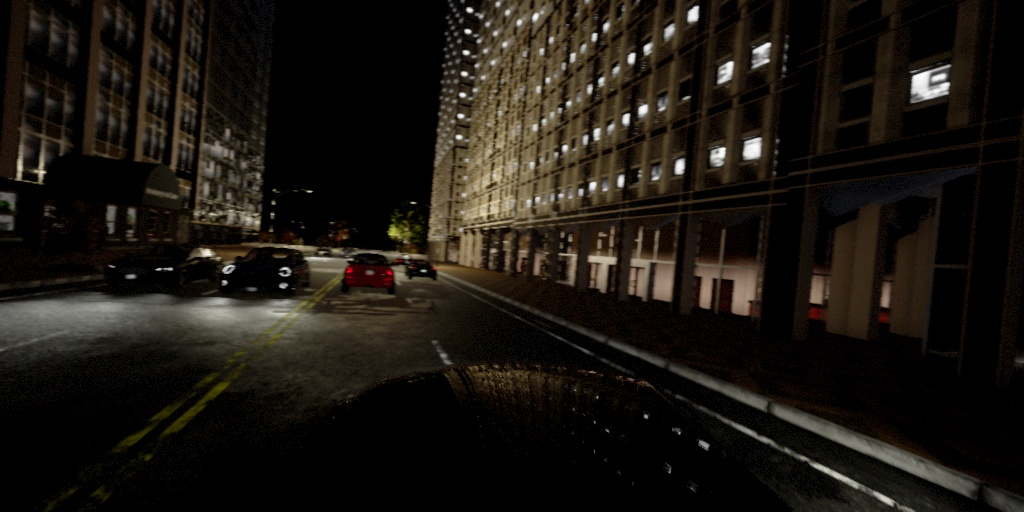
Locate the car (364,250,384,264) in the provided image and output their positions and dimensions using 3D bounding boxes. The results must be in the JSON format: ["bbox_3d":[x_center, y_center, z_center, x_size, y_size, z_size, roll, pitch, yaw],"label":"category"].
[{"bbox_3d":[-17.849,0.041,46.366,2.128,1.511,4.902,5,0,-21],"label":"car"}]

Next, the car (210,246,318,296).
[{"bbox_3d":[-9.100,0.438,13.646,2.097,1.767,4.553,5,0,-21],"label":"car"}]

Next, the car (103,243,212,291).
[{"bbox_3d":[-12.401,0.312,13.180,2.128,1.511,4.902,5,0,-21],"label":"car"}]

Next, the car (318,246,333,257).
[{"bbox_3d":[-26.737,-0.650,51.103,2.128,1.511,4.902,5,0,-20],"label":"car"}]

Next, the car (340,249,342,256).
[{"bbox_3d":[-23.445,-0.524,51.585,2.097,1.767,4.553,5,0,-20],"label":"car"}]

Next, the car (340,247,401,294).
[{"bbox_3d":[-6.633,0.652,16.834,2.097,1.767,4.553,5,0,-21],"label":"car"}]

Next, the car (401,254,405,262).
[{"bbox_3d":[-12.019,0.533,40.102,2.033,1.411,5.357,5,0,-21],"label":"car"}]

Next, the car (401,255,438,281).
[{"bbox_3d":[-6.524,0.916,25.574,1.994,1.385,4.181,5,-1,-21],"label":"car"}]
